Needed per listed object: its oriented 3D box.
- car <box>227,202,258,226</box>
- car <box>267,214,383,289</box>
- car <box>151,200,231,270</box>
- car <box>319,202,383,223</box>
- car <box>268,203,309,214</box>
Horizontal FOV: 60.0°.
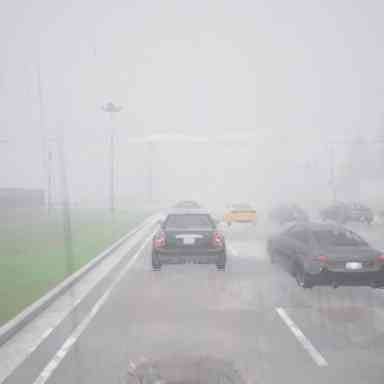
[{"bbox_3d":[3.187,1.410,22.883,1.882,1.535,5.008,0,0,-1],"label":"car"},{"bbox_3d":[3.415,1.527,9.068,1.994,1.385,4.181,0,0,-1],"label":"car"},{"bbox_3d":[-0.111,1.327,11.074,2.097,1.767,4.553,0,0,-1],"label":"car"},{"bbox_3d":[10.195,1.392,22.384,2.128,1.511,4.902,0,0,-1],"label":"car"},{"bbox_3d":[6.676,1.478,23.379,1.994,1.385,4.181,0,0,-1],"label":"car"}]
